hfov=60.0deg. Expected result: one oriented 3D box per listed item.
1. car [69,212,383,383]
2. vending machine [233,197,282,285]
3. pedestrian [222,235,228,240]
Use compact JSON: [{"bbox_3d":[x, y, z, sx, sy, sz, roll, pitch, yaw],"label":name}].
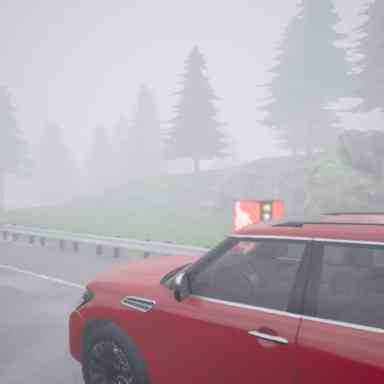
[{"bbox_3d":[1.223,1.222,3.120,5.566,2.045,2.150,0,0,36],"label":"car"},{"bbox_3d":[1.746,1.196,8.766,0.880,2.100,1.100,0,0,36],"label":"vending machine"},{"bbox_3d":[0.903,1.675,9.080,0.500,1.100,0.500,0,0,36],"label":"pedestrian"}]
